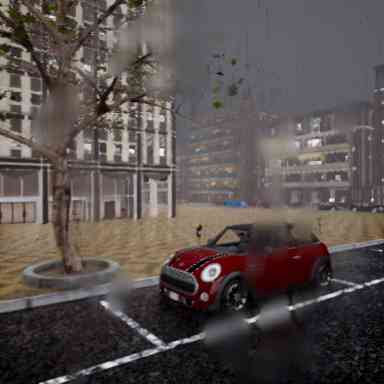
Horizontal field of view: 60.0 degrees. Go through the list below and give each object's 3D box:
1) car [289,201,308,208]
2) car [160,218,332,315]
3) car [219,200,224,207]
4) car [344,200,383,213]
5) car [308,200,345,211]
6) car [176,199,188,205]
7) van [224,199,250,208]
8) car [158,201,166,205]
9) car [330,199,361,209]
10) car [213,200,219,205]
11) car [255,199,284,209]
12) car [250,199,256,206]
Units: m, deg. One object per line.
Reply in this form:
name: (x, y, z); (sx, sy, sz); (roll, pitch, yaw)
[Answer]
car: (19.990, 2.244, 61.951); (1.802, 1.307, 4.206); (-1, 0, -36)
car: (1.284, 1.453, 7.486); (4.097, 1.590, 1.967); (0, 0, -36)
car: (8.142, 2.315, 68.490); (1.994, 1.385, 4.181); (0, -1, -36)
car: (22.835, 2.009, 43.381); (2.008, 1.369, 4.403); (-1, 0, -36)
car: (19.568, 2.090, 47.891); (2.008, 1.369, 4.403); (-1, 0, -36)
car: (-2.946, 2.675, 93.476); (1.967, 1.590, 4.097); (-1, 0, -36)
van: (8.565, 2.157, 63.249); (1.690, 1.788, 3.998); (-1, 0, -36)
car: (-9.731, 2.826, 88.560); (2.008, 1.369, 4.403); (-1, 0, -36)
car: (25.250, 1.972, 54.770); (1.967, 1.590, 4.097); (-1, 0, -36)
car: (6.858, 2.571, 79.945); (1.802, 1.307, 4.206); (-1, 0, -36)
car: (13.487, 2.237, 56.364); (1.887, 1.381, 4.507); (-1, 0, -36)
car: (13.392, 2.266, 70.927); (1.967, 1.590, 4.097); (-1, 0, -36)
